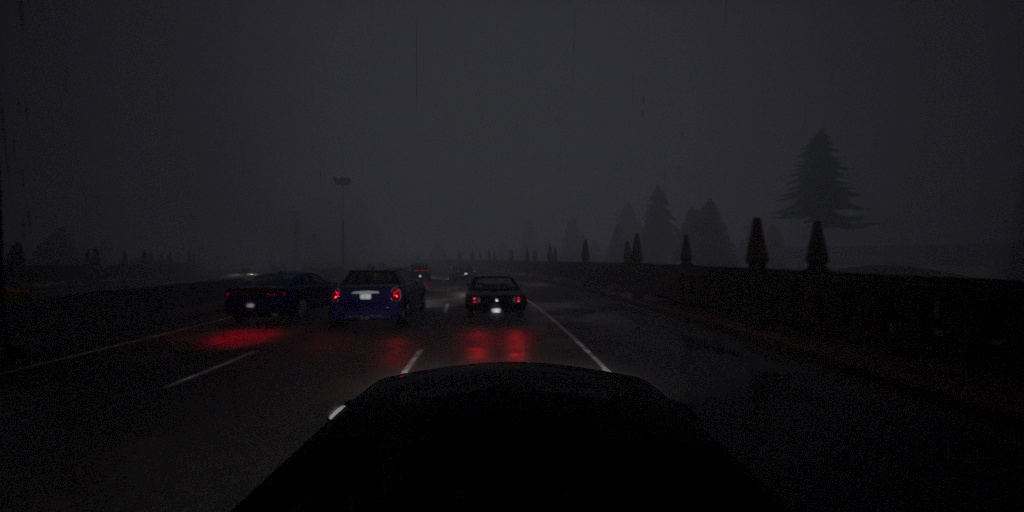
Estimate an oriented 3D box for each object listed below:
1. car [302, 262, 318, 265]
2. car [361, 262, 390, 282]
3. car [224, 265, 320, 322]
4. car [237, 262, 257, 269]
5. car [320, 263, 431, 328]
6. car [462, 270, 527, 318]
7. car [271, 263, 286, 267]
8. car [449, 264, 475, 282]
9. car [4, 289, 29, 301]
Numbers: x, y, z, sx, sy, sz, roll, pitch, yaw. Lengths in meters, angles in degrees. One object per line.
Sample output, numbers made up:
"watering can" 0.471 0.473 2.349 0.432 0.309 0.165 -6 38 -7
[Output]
"car" -27.675 1.521 48.876 1.837 1.490 4.892 0 0 -31
"car" -11.938 1.333 31.634 2.128 1.511 4.902 0 0 -18
"car" -7.741 1.266 12.686 1.882 1.535 5.008 0 0 -7
"car" -35.314 1.571 47.858 1.882 1.535 5.008 0 0 -33
"car" -4.148 1.122 11.784 2.097 1.767 4.553 0 0 -5
"car" -0.707 1.354 12.982 1.895 1.301 4.718 0 0 -6
"car" -31.890 1.661 49.041 1.895 1.301 4.718 0 0 -32
"car" -4.132 1.350 29.921 1.994 1.385 4.181 0 0 -16
"car" -14.488 1.294 8.023 1.882 1.535 5.008 0 0 -5
